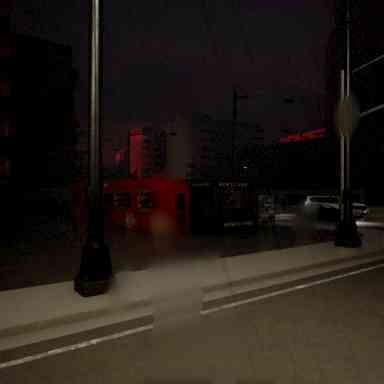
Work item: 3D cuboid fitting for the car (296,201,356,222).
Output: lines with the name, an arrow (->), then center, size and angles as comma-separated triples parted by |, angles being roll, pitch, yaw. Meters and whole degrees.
car -> 10.578, 1.667, 27.037 | 1.994, 1.385, 4.181 | 0, -1, -36

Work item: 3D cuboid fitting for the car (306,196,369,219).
car -> 12.797, 1.339, 29.946 | 2.150, 2.045, 5.566 | 0, -1, -36

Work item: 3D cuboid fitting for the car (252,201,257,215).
car -> 5.396, 1.685, 34.197 | 1.882, 1.535, 5.008 | 0, -1, -36
